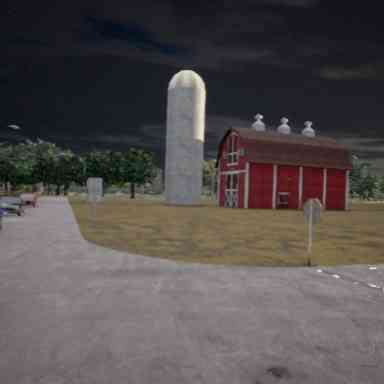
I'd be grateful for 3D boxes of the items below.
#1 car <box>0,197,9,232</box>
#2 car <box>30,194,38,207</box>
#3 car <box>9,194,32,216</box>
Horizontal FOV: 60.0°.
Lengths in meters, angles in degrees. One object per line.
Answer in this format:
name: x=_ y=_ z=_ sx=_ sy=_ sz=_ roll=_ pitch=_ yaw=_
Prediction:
car: x=-9.662 y=0.902 z=14.302 sx=2.150 sy=2.045 sz=5.566 roll=2 pitch=0 yaw=-21
car: x=-18.994 y=0.928 z=38.575 sx=1.882 sy=1.535 sz=5.008 roll=2 pitch=0 yaw=-21
car: x=-14.362 y=1.096 z=26.483 sx=2.033 sy=1.411 sz=5.357 roll=2 pitch=0 yaw=-21
